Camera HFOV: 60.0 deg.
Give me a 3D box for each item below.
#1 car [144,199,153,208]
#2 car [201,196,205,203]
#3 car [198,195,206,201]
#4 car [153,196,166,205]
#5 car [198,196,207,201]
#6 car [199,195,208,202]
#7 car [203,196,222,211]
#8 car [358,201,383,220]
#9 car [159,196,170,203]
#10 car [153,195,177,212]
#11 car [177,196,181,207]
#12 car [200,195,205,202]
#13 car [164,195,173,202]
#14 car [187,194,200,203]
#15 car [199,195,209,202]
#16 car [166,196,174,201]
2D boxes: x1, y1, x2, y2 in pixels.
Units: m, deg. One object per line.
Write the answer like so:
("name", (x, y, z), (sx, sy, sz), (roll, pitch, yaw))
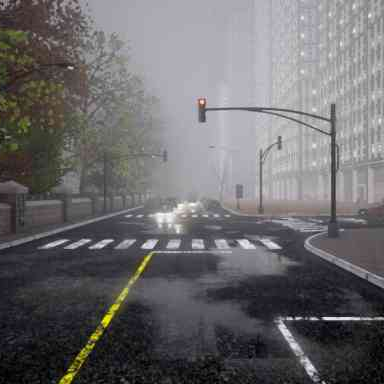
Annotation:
("car", (-5.683, 1.607, 47.032), (1.802, 1.307, 4.206), (0, 0, 0))
("car", (2.697, 1.591, 47.031), (1.947, 1.339, 4.313), (0, 0, 0))
("car", (2.703, 1.642, 92.090), (2.008, 1.369, 4.403), (0, 0, 0))
("car", (-5.681, 1.478, 58.298), (1.967, 1.590, 4.097), (0, 0, 0))
("car", (2.702, 1.632, 86.457), (2.008, 1.369, 4.403), (0, 0, 0))
("car", (2.703, 1.511, 80.825), (1.967, 1.590, 4.097), (0, 0, 0))
("car", (2.697, 1.587, 41.399), (1.947, 1.339, 4.313), (0, 0, 0))
("car", (14.609, 1.304, 24.607), (4.181, 1.385, 1.994), (-1, 0, 0))
("car", (-5.679, 1.578, 69.393), (1.752, 1.417, 4.829), (0, 0, 0))
("car", (-3.145, 1.511, 39.556), (2.128, 1.511, 4.902), (0, 0, -3))
("car", (-3.086, 1.506, 49.904), (1.882, 1.535, 5.008), (0, 0, 0))
("car", (2.698, 1.597, 52.664), (1.947, 1.339, 4.313), (0, 0, 0))
("car", (-5.678, 1.511, 80.826), (1.967, 1.590, 4.097), (0, 0, 0))
("car", (0.008, 1.598, 68.268), (2.033, 1.411, 5.357), (0, 0, 0))
("car", (2.702, 1.502, 75.194), (1.967, 1.590, 4.097), (0, 0, 0))
("car", (-5.678, 1.625, 86.459), (1.887, 1.381, 4.507), (0, 0, 0))
